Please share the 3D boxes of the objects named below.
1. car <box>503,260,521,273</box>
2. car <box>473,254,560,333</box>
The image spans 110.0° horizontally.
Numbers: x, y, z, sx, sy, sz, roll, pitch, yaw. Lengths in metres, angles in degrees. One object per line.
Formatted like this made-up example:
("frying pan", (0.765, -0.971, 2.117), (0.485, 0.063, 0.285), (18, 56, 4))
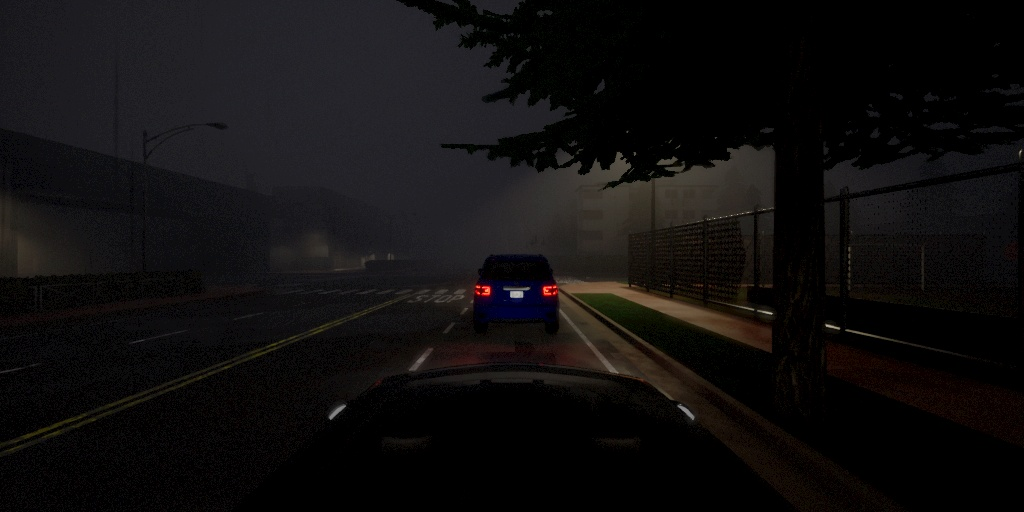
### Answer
("car", (0.010, 1.242, 45.734), (2.128, 1.511, 4.902), (0, 0, 0))
("car", (0.112, 0.972, 10.878), (2.150, 2.045, 5.566), (0, 0, 0))
